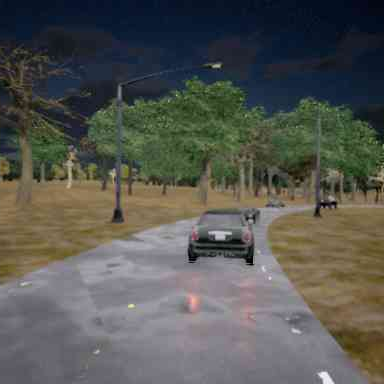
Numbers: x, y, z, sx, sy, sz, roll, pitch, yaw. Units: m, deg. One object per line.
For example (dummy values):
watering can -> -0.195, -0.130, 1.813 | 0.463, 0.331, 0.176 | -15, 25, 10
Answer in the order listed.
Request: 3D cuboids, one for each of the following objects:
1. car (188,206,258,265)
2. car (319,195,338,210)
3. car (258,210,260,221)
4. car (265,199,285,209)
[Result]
car -> 1.181, 1.396, 12.219 | 2.097, 1.767, 4.553 | 0, 0, 9
car -> 21.784, 1.581, 53.641 | 2.150, 2.045, 5.566 | 1, 0, 37
car -> 4.192, 1.719, 25.845 | 1.895, 1.301, 4.718 | 1, 0, 17
car -> 13.013, 1.859, 51.934 | 1.994, 1.385, 4.181 | 1, 0, 33
